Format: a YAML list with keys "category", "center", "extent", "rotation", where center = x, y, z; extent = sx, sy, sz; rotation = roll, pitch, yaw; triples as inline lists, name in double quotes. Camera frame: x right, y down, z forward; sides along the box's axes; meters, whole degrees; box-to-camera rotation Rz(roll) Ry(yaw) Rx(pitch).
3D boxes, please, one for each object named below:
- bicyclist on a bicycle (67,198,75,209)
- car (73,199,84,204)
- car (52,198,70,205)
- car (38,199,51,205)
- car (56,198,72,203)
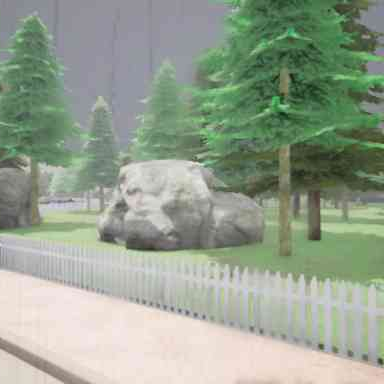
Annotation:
- category: "bicyclist on a bicycle"
  center: [-16.748, 1.628, 46.230]
  extent: [1.656, 1.620, 0.582]
  rotation: [-1, 0, 7]
- category: "car"
  center: [-24.839, 2.128, 72.497]
  extent: [1.895, 1.301, 4.718]
  rotation: [0, 0, -28]
- category: "car"
  center: [-28.016, 2.028, 71.030]
  extent: [1.882, 1.535, 5.008]
  rotation: [0, 0, -28]
- category: "car"
  center: [-30.451, 2.030, 67.945]
  extent: [1.882, 1.535, 5.008]
  rotation: [0, 0, -21]
- category: "car"
  center: [-32.065, 2.159, 83.225]
  extent: [4.718, 1.301, 1.895]
  rotation: [-1, 0, 44]
